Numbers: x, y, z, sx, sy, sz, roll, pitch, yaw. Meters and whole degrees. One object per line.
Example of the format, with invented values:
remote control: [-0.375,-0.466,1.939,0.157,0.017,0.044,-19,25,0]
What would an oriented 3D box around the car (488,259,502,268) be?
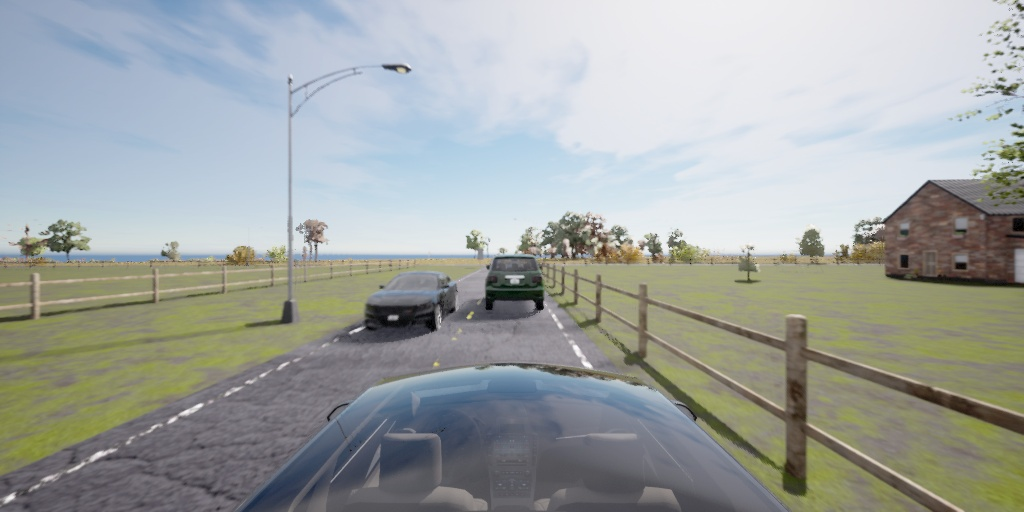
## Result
car: [-2.778,1.157,60.103,2.033,1.411,5.357,0,0,0]

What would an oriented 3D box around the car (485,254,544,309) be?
car: [0.095,0.943,14.837,2.150,2.045,5.566,0,0,0]

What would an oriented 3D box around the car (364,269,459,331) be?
car: [-2.855,1.207,11.116,1.882,1.535,5.008,0,0,0]
